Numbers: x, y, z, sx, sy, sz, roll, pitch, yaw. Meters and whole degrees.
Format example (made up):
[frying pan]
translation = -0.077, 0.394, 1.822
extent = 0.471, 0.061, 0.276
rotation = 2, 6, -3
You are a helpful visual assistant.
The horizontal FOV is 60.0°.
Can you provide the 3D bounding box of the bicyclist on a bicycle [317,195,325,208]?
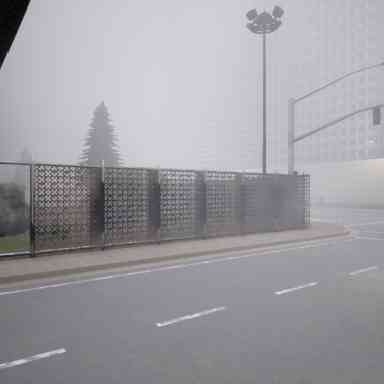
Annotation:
[bicyclist on a bicycle]
translation = 16.614, 1.245, 42.838
extent = 1.656, 1.620, 0.582
rotation = 0, 0, -35
